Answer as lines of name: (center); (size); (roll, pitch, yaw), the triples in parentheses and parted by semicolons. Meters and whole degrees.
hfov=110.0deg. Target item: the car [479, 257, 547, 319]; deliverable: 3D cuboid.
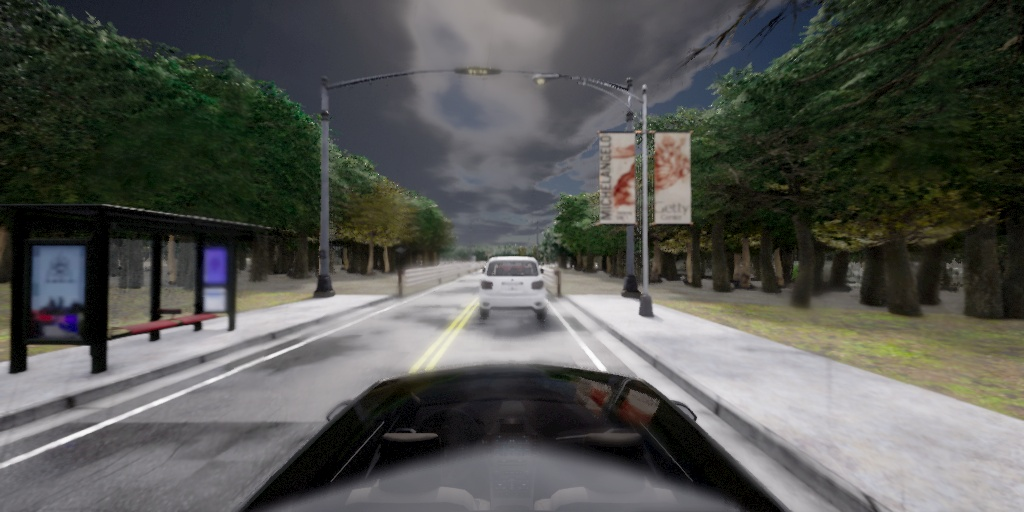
car: (0.045, 1.051, 13.327); (2.150, 2.045, 5.566); (0, 0, 1)
